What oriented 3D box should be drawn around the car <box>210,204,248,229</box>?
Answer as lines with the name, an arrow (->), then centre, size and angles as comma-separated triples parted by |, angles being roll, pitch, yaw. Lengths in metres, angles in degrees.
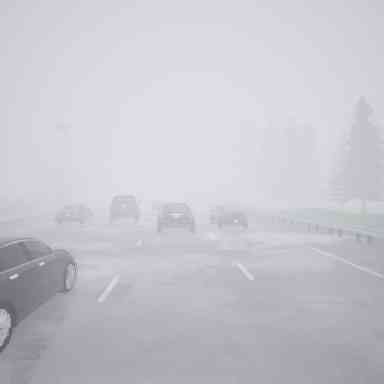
car -> 2.322, 1.522, 21.571 | 1.812, 1.442, 4.674 | 0, 0, -6

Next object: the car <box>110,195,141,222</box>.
car -> -5.337, 1.233, 26.859 | 2.150, 2.045, 5.566 | 0, 0, -8

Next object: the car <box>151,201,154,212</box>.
car -> -3.842, 1.610, 39.278 | 1.895, 1.301, 4.718 | 0, 0, -11

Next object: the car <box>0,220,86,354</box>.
car -> -3.589, 1.512, 5.960 | 1.837, 1.490, 4.892 | 0, 0, -2

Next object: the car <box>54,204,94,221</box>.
car -> -8.529, 1.565, 24.374 | 2.033, 1.411, 5.357 | 0, 0, -7

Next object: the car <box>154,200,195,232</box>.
car -> -1.062, 1.355, 20.209 | 2.097, 1.767, 4.553 | 0, 0, -6
